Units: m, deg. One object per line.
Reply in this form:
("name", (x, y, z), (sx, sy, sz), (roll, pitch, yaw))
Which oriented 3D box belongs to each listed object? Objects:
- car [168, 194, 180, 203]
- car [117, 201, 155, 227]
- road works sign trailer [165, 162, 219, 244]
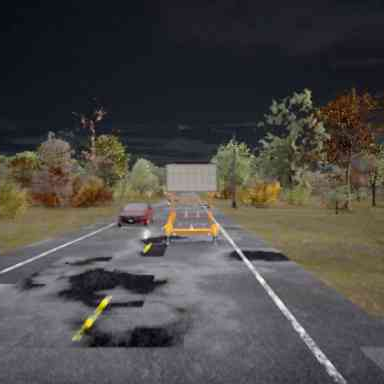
("car", (-3.541, 1.153, 64.557), (2.097, 1.767, 4.553), (0, 0, 0))
("car", (-3.609, 1.407, 22.108), (1.882, 1.535, 5.008), (0, 0, 0))
("road works sign trailer", (-0.007, 0.415, 15.381), (2.380, 3.560, 2.880), (0, 0, 0))
